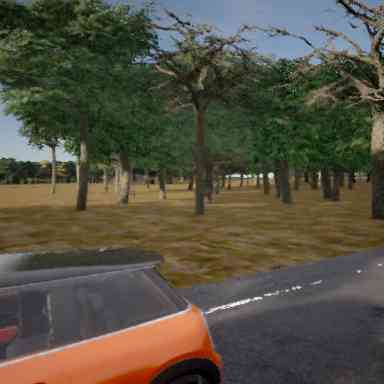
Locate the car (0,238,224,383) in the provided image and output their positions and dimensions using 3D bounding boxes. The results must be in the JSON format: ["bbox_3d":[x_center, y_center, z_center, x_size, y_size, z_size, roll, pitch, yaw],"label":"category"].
[{"bbox_3d":[-1.979,1.352,2.580,4.553,1.767,2.097,0,0,-35],"label":"car"}]
